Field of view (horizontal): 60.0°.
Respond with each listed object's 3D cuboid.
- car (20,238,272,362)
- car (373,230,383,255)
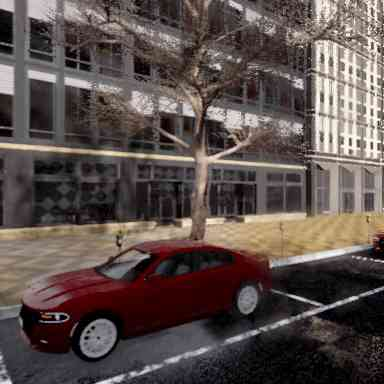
[{"bbox_3d":[-0.526,1.558,5.906,4.507,1.381,1.887,0,0,-36],"label":"car"},{"bbox_3d":[8.479,1.604,12.390,4.507,1.381,1.887,0,0,-36],"label":"car"}]
